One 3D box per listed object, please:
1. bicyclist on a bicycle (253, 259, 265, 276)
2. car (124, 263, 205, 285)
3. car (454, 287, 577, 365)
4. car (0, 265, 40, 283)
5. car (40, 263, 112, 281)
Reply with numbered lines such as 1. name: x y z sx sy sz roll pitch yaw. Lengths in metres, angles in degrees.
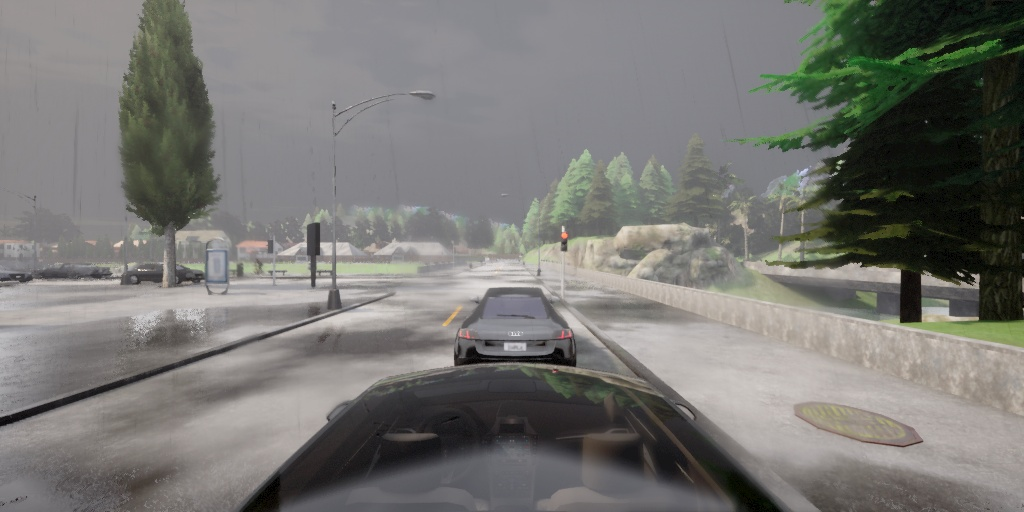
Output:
1. bicyclist on a bicycle: -24.104 1.099 34.140 0.582 1.620 1.656 0 0 0
2. car: -24.836 1.255 25.742 4.892 1.490 1.837 0 0 0
3. car: 0.063 1.314 7.318 1.994 1.385 4.181 0 0 0
4. car: -37.453 1.314 25.747 4.181 1.385 1.994 0 0 0
5. car: -36.890 1.297 29.945 5.357 1.411 2.033 0 0 0
